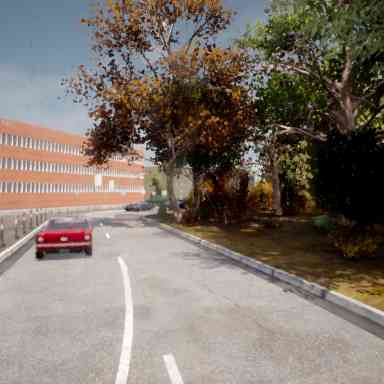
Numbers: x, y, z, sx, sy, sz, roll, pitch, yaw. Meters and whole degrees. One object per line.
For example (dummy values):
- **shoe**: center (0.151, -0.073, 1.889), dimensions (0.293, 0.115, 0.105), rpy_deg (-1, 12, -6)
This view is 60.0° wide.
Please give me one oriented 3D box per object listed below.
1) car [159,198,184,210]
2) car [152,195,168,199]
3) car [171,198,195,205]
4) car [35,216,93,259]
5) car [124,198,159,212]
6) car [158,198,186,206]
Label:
- **car**: center (-2.393, 1.893, 45.807), dimensions (1.895, 1.301, 4.718), rpy_deg (0, 0, 21)
- **car**: center (-5.827, 1.579, 58.660), dimensions (5.566, 2.045, 2.435), rpy_deg (0, 0, 21)
- **car**: center (-1.825, 1.918, 69.230), dimensions (4.674, 1.452, 2.002), rpy_deg (0, 0, 21)
- **car**: center (-4.854, 1.635, 13.050), dimensions (1.895, 1.301, 4.718), rpy_deg (0, 0, -17)
- **car**: center (-6.795, 1.812, 43.468), dimensions (2.033, 1.411, 5.357), rpy_deg (0, 0, 21)
- **car**: center (-3.817, 1.856, 63.942), dimensions (5.008, 1.535, 2.097), rpy_deg (0, 0, 21)
